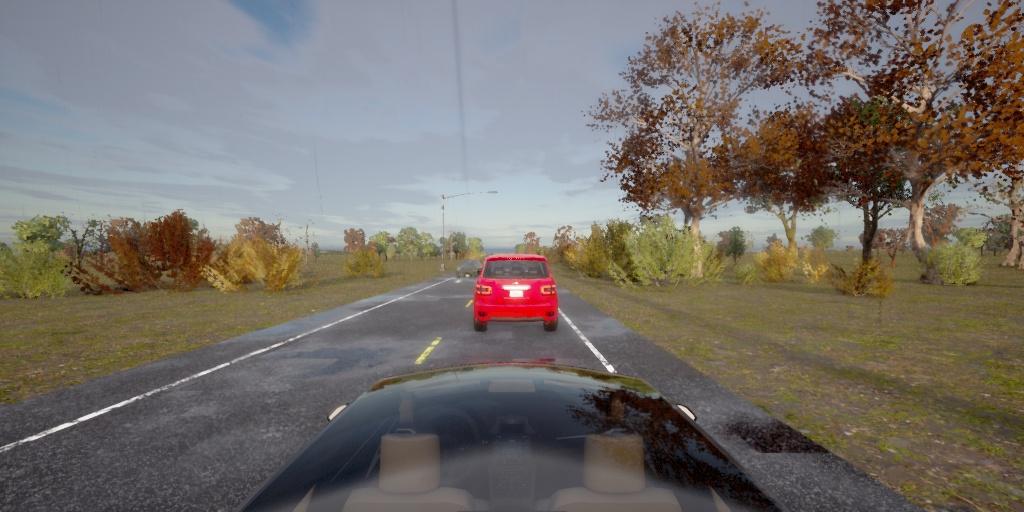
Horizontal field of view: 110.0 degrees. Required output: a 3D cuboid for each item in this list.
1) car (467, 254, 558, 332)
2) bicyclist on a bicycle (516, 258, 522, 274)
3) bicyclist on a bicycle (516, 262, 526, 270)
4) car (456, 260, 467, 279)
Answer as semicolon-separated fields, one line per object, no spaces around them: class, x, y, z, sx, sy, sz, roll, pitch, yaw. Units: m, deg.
car;0.079;0.968;11.020;2.150;2.045;5.566;0;0;-1
bicyclist on a bicycle;0.786;1.107;40.212;0.659;1.776;1.843;0;0;0
bicyclist on a bicycle;0.861;1.110;30.199;0.659;1.776;1.843;0;0;0
car;-3.720;1.091;32.304;2.097;1.767;4.553;0;0;0
